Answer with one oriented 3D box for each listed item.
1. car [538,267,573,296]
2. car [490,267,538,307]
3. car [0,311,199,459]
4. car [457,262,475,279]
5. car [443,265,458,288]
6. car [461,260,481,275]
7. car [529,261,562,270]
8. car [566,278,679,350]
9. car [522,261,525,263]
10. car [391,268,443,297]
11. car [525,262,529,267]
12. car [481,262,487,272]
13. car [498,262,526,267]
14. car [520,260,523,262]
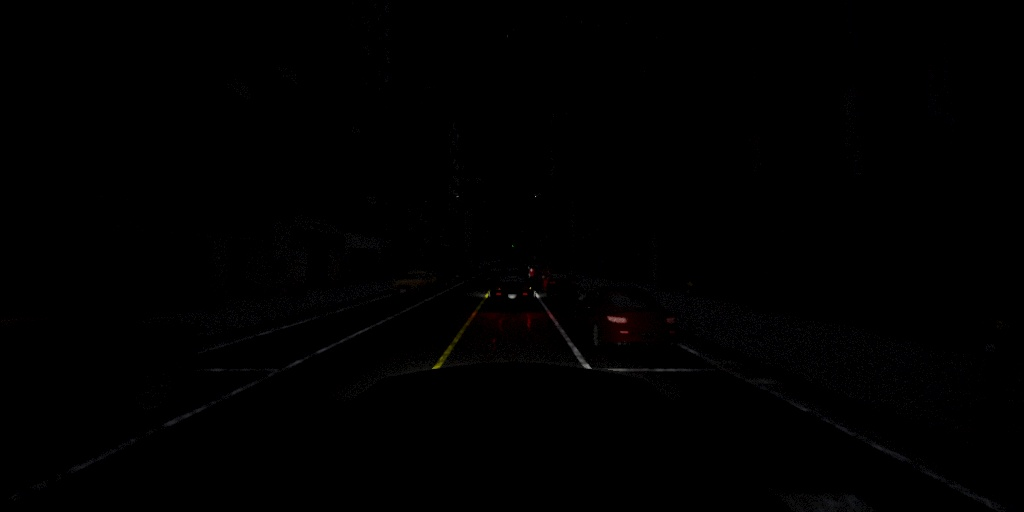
[{"bbox_3d":[2.640,1.504,20.332,1.802,1.307,4.207,0,0,0],"label":"car"},{"bbox_3d":[0.006,1.410,16.225,1.812,1.442,4.674,0,0,0],"label":"car"},{"bbox_3d":[-5.388,1.309,3.281,1.888,1.381,4.507,0,0,0],"label":"car"},{"bbox_3d":[-5.382,1.636,37.372,1.948,1.339,4.313,0,0,0],"label":"car"},{"bbox_3d":[-5.384,1.537,26.009,1.948,1.339,4.313,0,0,0],"label":"car"},{"bbox_3d":[-5.381,1.435,43.053,2.192,1.841,5.009,0,0,0],"label":"car"},{"bbox_3d":[2.641,1.286,26.013,2.192,1.841,5.009,0,0,0],"label":"car"},{"bbox_3d":[2.638,1.400,8.969,1.802,1.307,4.207,0,0,0],"label":"car"},{"bbox_3d":[2.645,1.721,48.737,2.007,1.370,4.403,0,0,0],"label":"car"},{"bbox_3d":[-5.385,1.447,20.157,1.751,1.417,4.829,0,0,0],"label":"car"},{"bbox_3d":[2.643,1.511,37.375,1.967,1.591,4.097,0,0,0],"label":"car"},{"bbox_3d":[-5.379,1.659,54.416,1.967,1.591,4.097,0,0,0],"label":"car"},{"bbox_3d":[0.009,1.543,31.230,1.812,1.442,4.674,0,0,0],"label":"car"},{"bbox_3d":[2.647,1.835,60.099,1.948,1.339,4.313,0,0,0],"label":"car"}]
